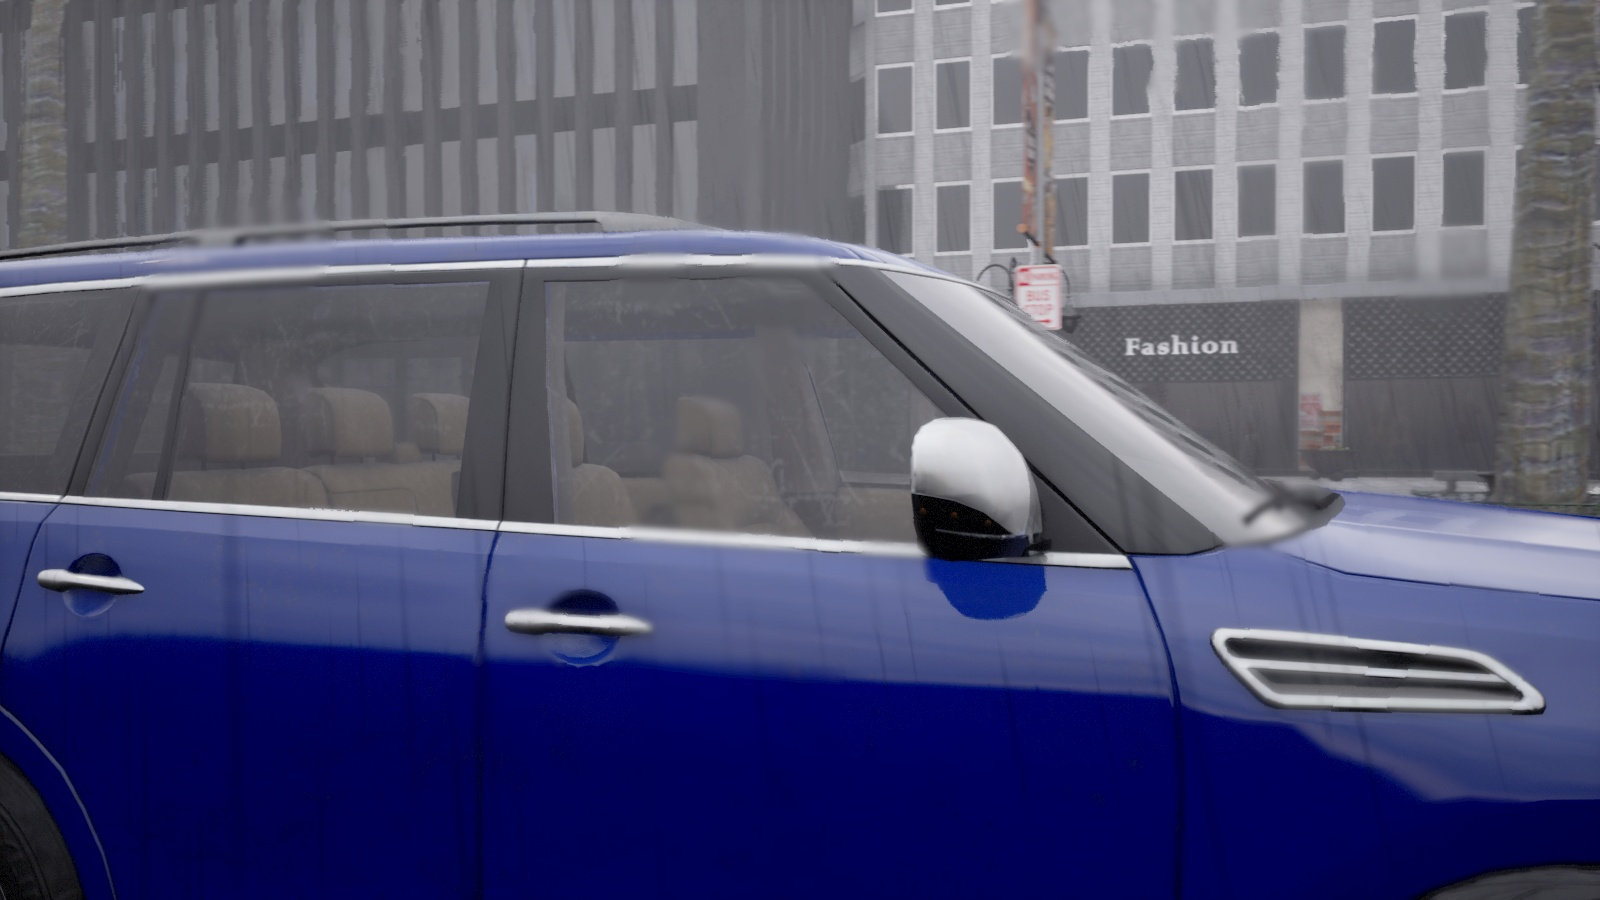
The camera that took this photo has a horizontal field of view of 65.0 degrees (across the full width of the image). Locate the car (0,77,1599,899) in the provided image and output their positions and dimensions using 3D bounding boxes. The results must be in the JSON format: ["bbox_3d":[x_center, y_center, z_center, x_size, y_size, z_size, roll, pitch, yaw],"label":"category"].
[{"bbox_3d":[-0.198,0.491,3.256,5.566,2.045,2.150,1,1,18],"label":"car"}]
